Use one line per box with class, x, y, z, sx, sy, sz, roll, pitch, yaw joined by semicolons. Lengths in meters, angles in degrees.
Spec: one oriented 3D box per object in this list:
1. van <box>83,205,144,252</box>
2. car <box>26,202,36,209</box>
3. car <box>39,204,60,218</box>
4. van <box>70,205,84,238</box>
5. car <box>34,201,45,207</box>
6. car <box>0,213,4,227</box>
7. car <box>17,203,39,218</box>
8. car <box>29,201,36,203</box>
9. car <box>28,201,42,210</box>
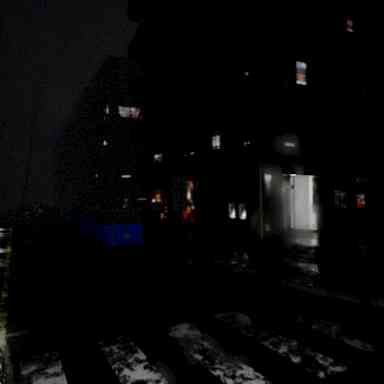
van;-3.518;1.569;15.013;1.690;1.788;3.998;-2;0;-28
car;-38.220;3.158;78.819;1.801;1.575;5.366;-1;-1;-28
car;-16.779;2.375;39.675;1.802;1.307;4.206;-2;0;-28
van;-6.171;1.682;19.946;1.690;1.788;3.998;-2;0;-28
car;-22.169;2.548;49.689;1.752;1.417;4.829;-2;0;-28
car;-16.913;2.252;27.771;1.994;1.385;4.181;-1;-1;-27
car;-20.551;2.468;41.247;1.994;1.385;4.181;-1;-1;-28
car;-27.405;2.560;59.404;2.192;1.841;5.009;-2;0;-28
car;-32.713;2.787;69.269;2.192;1.841;5.009;-2;0;-28
